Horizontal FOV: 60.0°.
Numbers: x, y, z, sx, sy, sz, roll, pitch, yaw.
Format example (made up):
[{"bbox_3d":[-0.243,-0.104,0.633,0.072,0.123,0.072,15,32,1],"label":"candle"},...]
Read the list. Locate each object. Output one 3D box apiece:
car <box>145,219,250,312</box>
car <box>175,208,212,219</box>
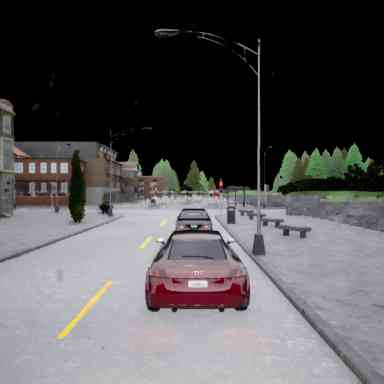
[{"bbox_3d":[0.095,1.564,7.777,1.994,1.385,4.181,0,0,0],"label":"car"},{"bbox_3d":[0.084,1.547,17.013,2.033,1.411,5.357,0,0,0],"label":"car"}]
